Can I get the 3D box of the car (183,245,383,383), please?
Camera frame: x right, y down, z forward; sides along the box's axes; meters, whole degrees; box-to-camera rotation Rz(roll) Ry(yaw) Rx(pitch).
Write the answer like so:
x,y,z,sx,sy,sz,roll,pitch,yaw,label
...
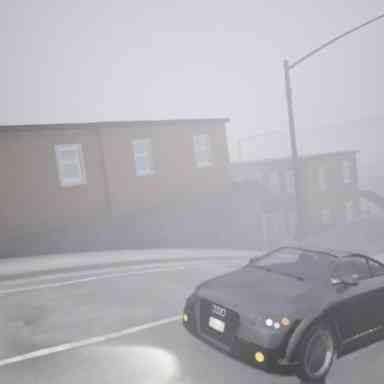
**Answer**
x,y,z,sx,sy,sz,roll,pitch,yaw,label
1.937,1.607,5.431,4.181,1.385,1.994,4,-2,-36,car
